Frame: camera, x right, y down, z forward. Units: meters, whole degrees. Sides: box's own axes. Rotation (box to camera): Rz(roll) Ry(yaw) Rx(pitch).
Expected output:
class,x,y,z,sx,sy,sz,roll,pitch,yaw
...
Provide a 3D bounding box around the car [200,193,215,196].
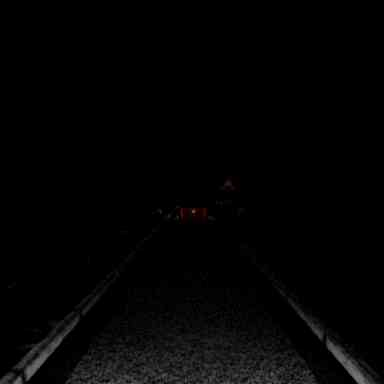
class,x,y,z,sx,sy,sz,roll,pitch,yaw
car,2.995,1.200,58.402,2.435,2.045,5.566,0,0,0

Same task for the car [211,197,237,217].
class,x,y,z,sx,sy,sz,roll,pitch,yaw
car,2.995,1.491,30.756,2.231,1.521,4.892,0,0,0

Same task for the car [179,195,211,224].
class,x,y,z,sx,sy,sz,roll,pitch,yaw
car,0.100,1.364,25.193,2.097,1.767,4.553,0,0,0

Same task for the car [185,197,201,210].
class,x,y,z,sx,sy,sz,roll,pitch,yaw
car,0.098,1.465,42.935,1.882,1.535,5.008,0,0,0

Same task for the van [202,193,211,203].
class,x,y,z,sx,sy,sz,roll,pitch,yaw
van,2.994,1.223,69.533,1.878,1.987,4.442,0,0,0
